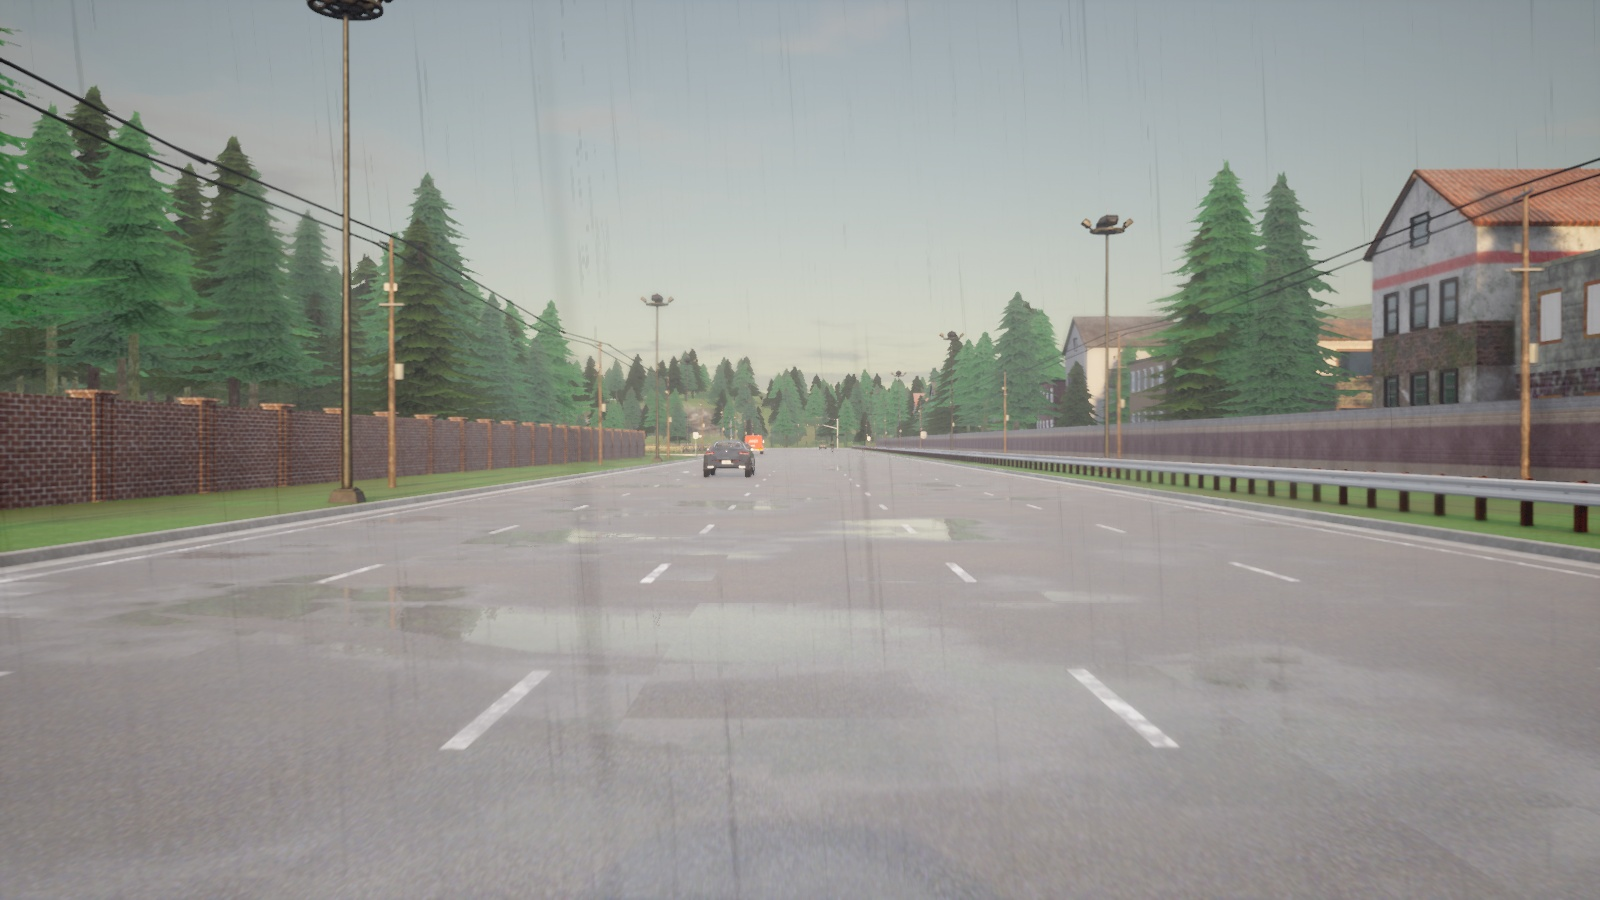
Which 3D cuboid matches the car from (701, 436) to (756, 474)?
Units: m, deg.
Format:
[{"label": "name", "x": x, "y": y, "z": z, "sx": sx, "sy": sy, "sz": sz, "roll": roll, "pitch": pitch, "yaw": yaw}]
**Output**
[{"label": "car", "x": -3.161, "y": 0.204, "z": 56.597, "sx": 2.152, "sy": 1.651, "sz": 5.027, "roll": 0, "pitch": 0, "yaw": 0}]
